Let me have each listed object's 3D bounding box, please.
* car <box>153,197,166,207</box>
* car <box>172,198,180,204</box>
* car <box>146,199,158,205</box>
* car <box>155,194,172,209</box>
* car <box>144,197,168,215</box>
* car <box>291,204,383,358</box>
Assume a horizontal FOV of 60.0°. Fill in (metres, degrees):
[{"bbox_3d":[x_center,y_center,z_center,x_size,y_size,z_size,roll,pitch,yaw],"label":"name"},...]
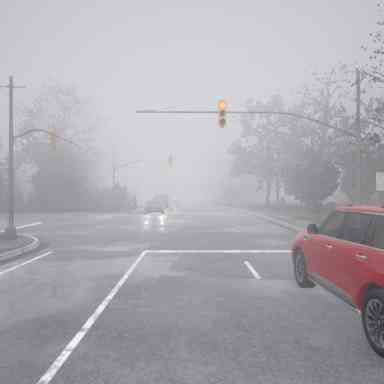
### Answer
[{"bbox_3d":[-6.015,1.738,61.244,2.097,1.767,4.553,0,-1,-9],"label":"car"},{"bbox_3d":[-4.636,2.316,83.215,1.882,1.535,5.008,0,-1,-22],"label":"car"},{"bbox_3d":[-8.930,2.236,74.370,1.994,1.385,4.181,0,-1,-16],"label":"car"},{"bbox_3d":[-4.447,1.361,48.358,2.150,2.045,5.566,0,-1,-5],"label":"car"},{"bbox_3d":[-3.803,1.516,34.429,1.837,1.490,4.892,0,0,-1],"label":"car"},{"bbox_3d":[3.591,1.221,6.091,2.150,2.045,5.566,0,0,0],"label":"car"}]
